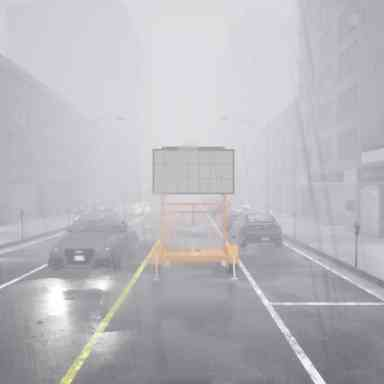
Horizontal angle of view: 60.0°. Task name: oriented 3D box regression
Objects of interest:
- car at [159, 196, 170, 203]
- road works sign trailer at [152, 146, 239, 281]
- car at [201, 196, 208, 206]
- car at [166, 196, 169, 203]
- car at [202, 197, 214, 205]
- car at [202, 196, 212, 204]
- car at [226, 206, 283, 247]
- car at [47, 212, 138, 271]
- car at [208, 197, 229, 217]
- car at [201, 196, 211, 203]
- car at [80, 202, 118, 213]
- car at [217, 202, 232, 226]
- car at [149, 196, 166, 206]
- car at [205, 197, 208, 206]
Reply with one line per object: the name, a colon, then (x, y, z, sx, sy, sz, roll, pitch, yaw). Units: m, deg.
car: (-5.663, 1.577, 69.844, 1.887, 1.381, 4.507, -1, 0, 0)
road works sign trailer: (0.039, 0.463, 9.885, 2.380, 3.560, 2.880, 0, 0, -2)
car: (2.836, 1.584, 53.314, 1.947, 1.339, 4.313, -1, 0, 0)
car: (-5.681, 1.588, 58.833, 1.947, 1.339, 4.313, -1, 0, 0)
car: (2.844, 1.567, 58.819, 1.887, 1.381, 4.507, -1, 0, 0)
car: (2.853, 1.572, 64.324, 1.887, 1.381, 4.507, -1, 0, 0)
car: (2.775, 1.550, 14.778, 2.008, 1.369, 4.403, -1, 0, 0)
car: (-2.984, 1.562, 10.794, 1.994, 1.385, 4.181, 0, 0, 0)
car: (2.799, 1.444, 31.294, 1.967, 1.590, 4.097, -1, 0, 0)
car: (2.861, 1.577, 69.830, 1.887, 1.381, 4.507, -1, 0, 0)
car: (-5.743, 1.440, 20.297, 1.967, 1.590, 4.097, -1, 0, 0)
car: (2.783, 1.545, 20.283, 1.887, 1.381, 4.507, -1, 0, 0)
car: (-5.691, 1.458, 53.327, 1.967, 1.590, 4.097, -1, 0, 0)
car: (2.809, 1.552, 36.799, 1.887, 1.381, 4.507, -1, 0, 0)
